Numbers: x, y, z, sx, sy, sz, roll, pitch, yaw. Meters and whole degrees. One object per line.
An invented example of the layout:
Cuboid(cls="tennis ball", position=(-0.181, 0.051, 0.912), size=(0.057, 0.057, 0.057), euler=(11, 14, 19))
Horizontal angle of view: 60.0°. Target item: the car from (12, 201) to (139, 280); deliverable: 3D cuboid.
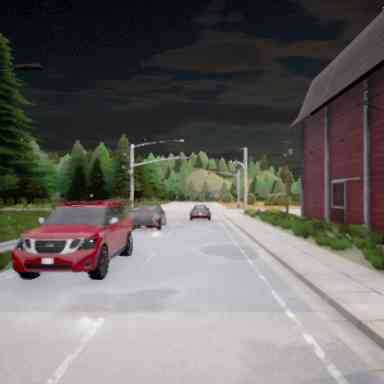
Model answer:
Cuboid(cls="car", position=(-3.376, 1.338, 10.700), size=(2.150, 2.045, 5.566), euler=(0, -1, 1))

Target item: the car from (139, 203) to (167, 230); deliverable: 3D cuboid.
Cuboid(cls="car", position=(-2.994, 1.603, 23.112), size=(2.097, 1.767, 4.553), euler=(0, -1, 1))

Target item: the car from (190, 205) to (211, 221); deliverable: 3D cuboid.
Cuboid(cls="car", position=(0.797, 1.910, 31.317), size=(1.994, 1.385, 4.181), euler=(0, -1, 1))
